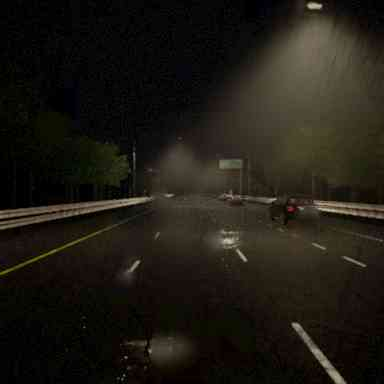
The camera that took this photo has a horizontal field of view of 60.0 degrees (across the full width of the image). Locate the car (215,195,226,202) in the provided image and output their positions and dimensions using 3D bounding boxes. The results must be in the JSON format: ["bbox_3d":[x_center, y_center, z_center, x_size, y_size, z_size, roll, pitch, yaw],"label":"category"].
[{"bbox_3d":[7.367,1.573,81.125,2.033,1.411,5.357,0,0,1],"label":"car"}]

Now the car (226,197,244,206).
[{"bbox_3d":[7.163,1.579,53.974,2.033,1.411,5.357,0,0,0],"label":"car"}]

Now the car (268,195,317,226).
[{"bbox_3d":[7.032,1.234,23.667,2.150,2.045,5.566,0,0,0],"label":"car"}]
